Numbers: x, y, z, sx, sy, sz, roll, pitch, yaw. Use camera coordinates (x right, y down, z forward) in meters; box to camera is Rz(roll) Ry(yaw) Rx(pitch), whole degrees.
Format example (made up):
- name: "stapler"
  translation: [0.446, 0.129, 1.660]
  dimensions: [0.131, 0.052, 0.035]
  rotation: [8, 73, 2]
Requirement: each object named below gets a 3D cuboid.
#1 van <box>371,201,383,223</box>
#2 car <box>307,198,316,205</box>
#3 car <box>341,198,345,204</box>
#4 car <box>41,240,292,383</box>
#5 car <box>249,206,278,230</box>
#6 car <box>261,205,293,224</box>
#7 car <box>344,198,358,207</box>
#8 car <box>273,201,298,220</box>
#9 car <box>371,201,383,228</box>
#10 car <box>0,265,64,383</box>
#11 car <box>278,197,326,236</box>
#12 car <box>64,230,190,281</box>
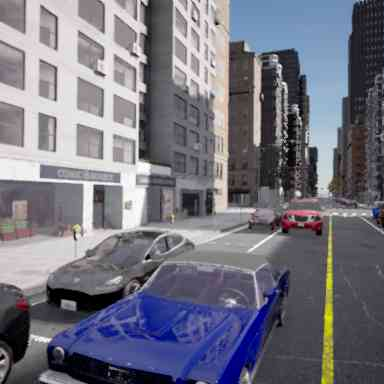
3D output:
- name: "van"
  translation: [17.265, 1.744, 29.963]
  dimensions: [1.690, 1.788, 3.998]
  rotation: [0, 0, 23]
- name: "car"
  translation: [30.205, 2.435, 84.195]
  dimensions: [1.967, 1.590, 4.097]
  rotation: [0, -1, 22]
- name: "car"
  translation: [38.132, 2.628, 81.060]
  dimensions: [1.802, 1.307, 4.206]
  rotation: [0, -1, 22]
- name: "car"
  translation: [0.237, 1.640, 4.818]
  dimensions: [1.895, 1.301, 4.718]
  rotation: [0, 0, 23]
- name: "car"
  translation: [5.122, 1.813, 23.068]
  dimensions: [1.802, 1.307, 4.206]
  rotation: [0, 0, 23]
- name: "car"
  translation: [7.261, 1.858, 28.163]
  dimensions: [1.947, 1.339, 4.313]
  rotation: [0, 0, 23]
- name: "car"
  translation: [33.986, 2.351, 70.540]
  dimensions: [1.967, 1.590, 4.097]
  rotation: [0, -1, 22]
- name: "car"
  translation: [9.400, 1.793, 33.258]
  dimensions: [1.967, 1.590, 4.097]
  rotation: [0, 0, 23]
- name: "car"
  translation: [15.127, 1.657, 24.870]
  dimensions: [2.192, 1.841, 5.009]
  rotation: [0, 0, 23]
- name: "car"
  translation: [-3.431, 1.553, 2.692]
  dimensions: [1.947, 1.339, 4.313]
  rotation: [0, 0, 23]
- name: "car"
  translation: [7.002, 1.449, 20.650]
  dimensions: [2.150, 2.045, 5.566]
  rotation: [0, 0, 23]
- name: "car"
  translation: [-1.292, 1.614, 7.786]
  dimensions: [1.947, 1.339, 4.313]
  rotation: [0, 0, 23]
